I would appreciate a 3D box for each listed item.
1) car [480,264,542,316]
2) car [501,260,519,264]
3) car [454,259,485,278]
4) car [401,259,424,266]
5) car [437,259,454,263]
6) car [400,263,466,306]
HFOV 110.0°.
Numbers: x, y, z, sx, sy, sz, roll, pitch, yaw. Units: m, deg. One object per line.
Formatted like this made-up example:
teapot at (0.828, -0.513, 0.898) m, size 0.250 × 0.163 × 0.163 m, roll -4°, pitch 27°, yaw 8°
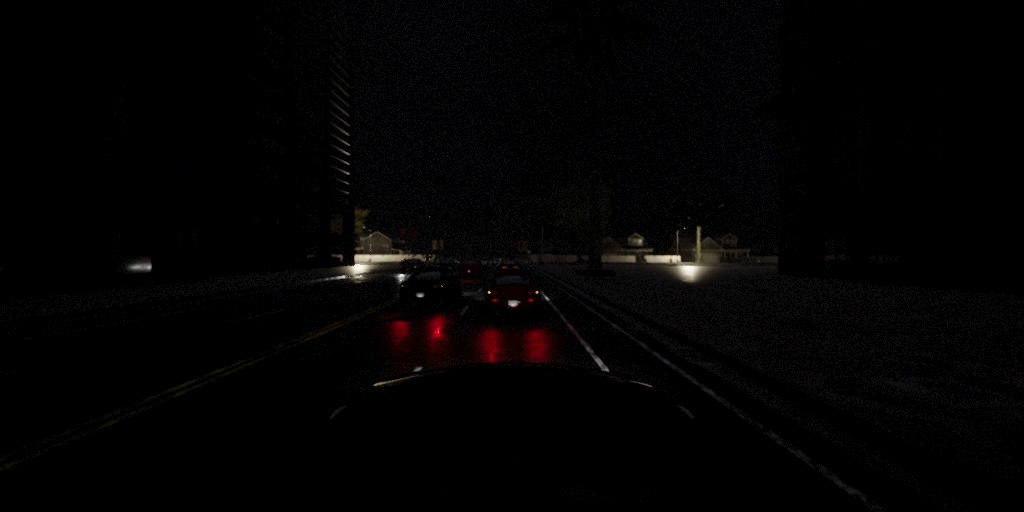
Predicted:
car at (0.030, 1.191, 12.794) m, size 1.812 × 1.442 × 4.674 m, roll 0°, pitch 0°, yaw 0°
car at (-0.155, 1.042, 29.155) m, size 2.128 × 1.511 × 4.902 m, roll 0°, pitch 0°, yaw -1°
car at (-3.428, 1.018, 30.687) m, size 1.882 × 1.535 × 5.008 m, roll 0°, pitch 0°, yaw -1°
car at (-10.238, 1.024, 37.275) m, size 1.812 × 1.442 × 4.674 m, roll 0°, pitch 0°, yaw -1°
car at (-6.997, 1.041, 37.787) m, size 2.033 × 1.411 × 5.357 m, roll 0°, pitch 0°, yaw -1°
car at (-3.228, 1.176, 14.864) m, size 1.812 × 1.442 × 4.674 m, roll 0°, pitch 0°, yaw 0°
